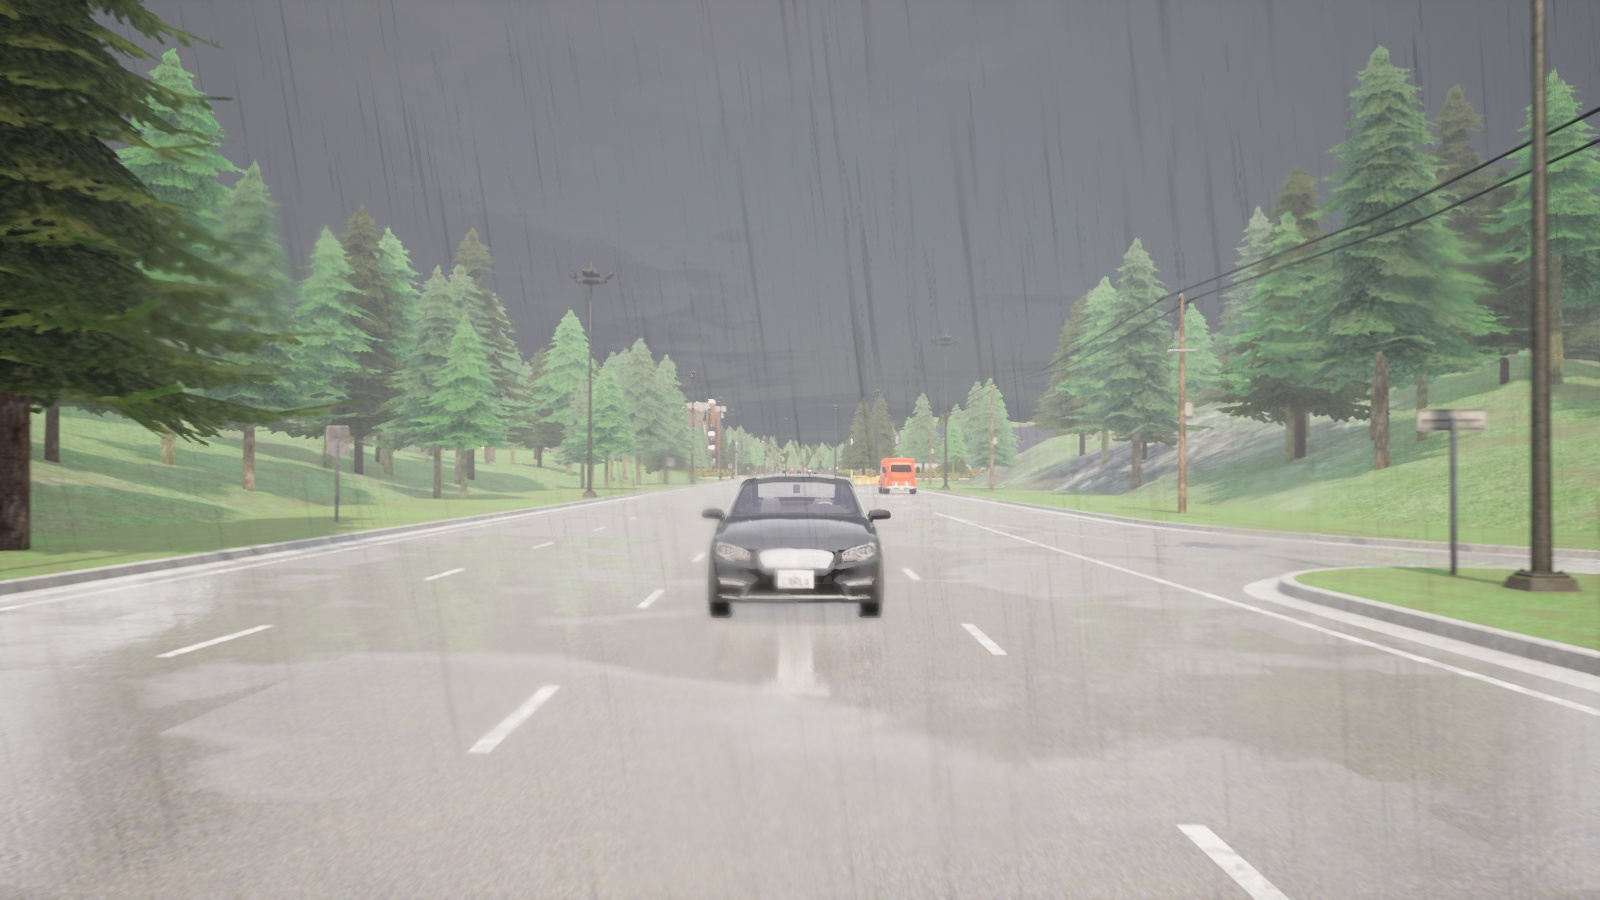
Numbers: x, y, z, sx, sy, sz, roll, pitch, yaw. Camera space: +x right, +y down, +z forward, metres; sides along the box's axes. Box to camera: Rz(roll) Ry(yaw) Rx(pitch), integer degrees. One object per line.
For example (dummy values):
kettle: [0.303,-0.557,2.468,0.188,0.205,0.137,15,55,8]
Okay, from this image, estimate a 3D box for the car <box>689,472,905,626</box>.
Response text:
car: [-0.035,1.019,14.839,2.128,1.511,4.902,0,-1,0]

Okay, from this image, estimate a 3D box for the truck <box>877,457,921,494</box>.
truck: [6.793,1.748,86.581,2.627,2.467,5.204,0,-1,0]
